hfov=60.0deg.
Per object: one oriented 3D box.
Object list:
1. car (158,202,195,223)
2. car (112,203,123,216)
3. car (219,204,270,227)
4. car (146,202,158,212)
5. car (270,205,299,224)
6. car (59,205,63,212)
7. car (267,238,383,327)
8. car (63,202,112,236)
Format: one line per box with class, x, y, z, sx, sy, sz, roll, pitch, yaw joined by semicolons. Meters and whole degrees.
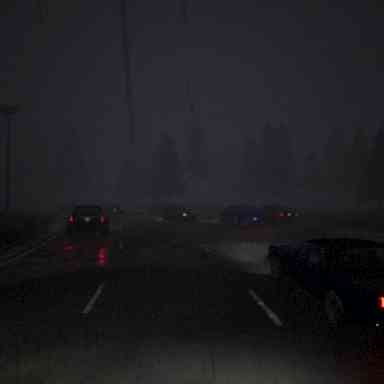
car;-1.219;1.772;28.000;1.994;1.385;4.181;0;0;-19
car;-8.964;1.834;35.796;1.994;1.385;4.181;0;0;-32
car;3.534;1.657;24.513;1.882;1.535;5.008;0;-1;-15
car;-3.965;1.910;41.445;1.895;1.301;4.718;0;-1;-36
car;6.487;1.744;27.020;2.033;1.411;5.357;0;0;-16
car;-15.499;1.933;43.544;4.718;1.301;1.895;0;-1;41
car;3.183;1.652;7.144;1.895;1.301;4.718;0;0;-5
car;-5.987;1.501;19.563;2.097;1.767;4.553;0;0;-13
